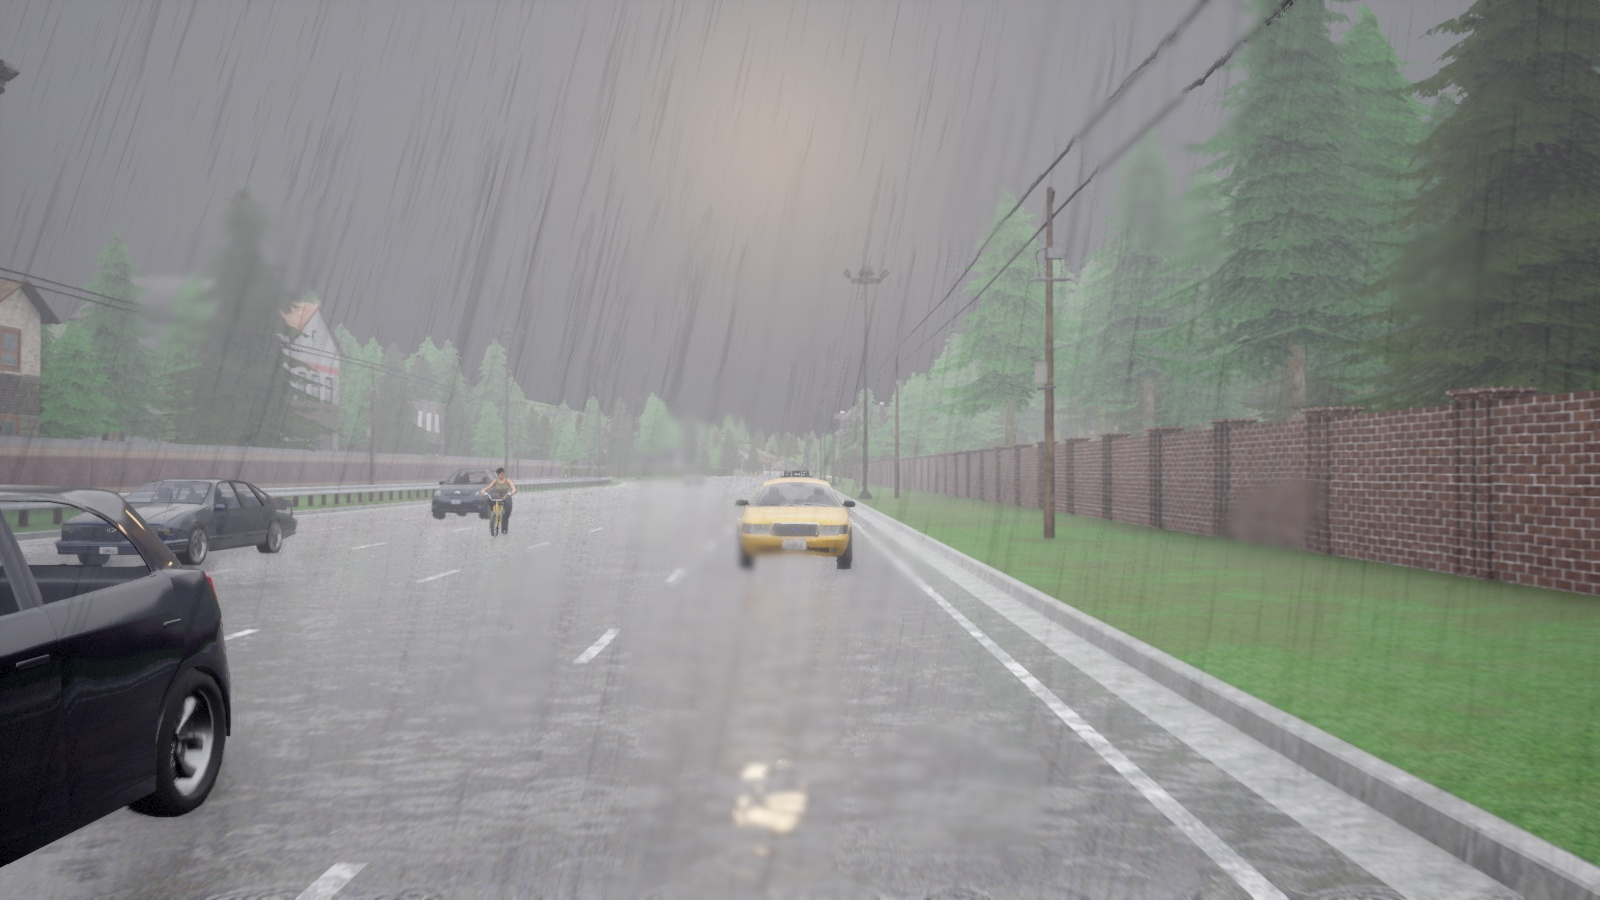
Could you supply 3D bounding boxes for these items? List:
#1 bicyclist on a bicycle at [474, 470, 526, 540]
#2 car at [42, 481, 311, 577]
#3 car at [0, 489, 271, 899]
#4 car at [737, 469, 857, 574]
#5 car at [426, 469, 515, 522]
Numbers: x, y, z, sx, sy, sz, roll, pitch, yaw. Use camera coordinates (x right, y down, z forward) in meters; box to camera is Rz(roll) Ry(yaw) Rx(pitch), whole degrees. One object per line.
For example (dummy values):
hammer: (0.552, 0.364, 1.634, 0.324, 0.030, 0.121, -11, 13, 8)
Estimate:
bicyclist on a bicycle: (-7.068, 1.275, 29.617, 0.866, 1.612, 1.509, 0, -1, 0)
car: (-10.552, 1.270, 21.833, 2.033, 1.411, 5.357, 0, -1, 0)
car: (-3.510, 0.915, 4.324, 1.845, 1.501, 3.633, 0, -1, 0)
car: (-0.052, 1.115, 21.544, 1.801, 1.575, 5.366, 0, -1, 0)
car: (-10.598, 1.436, 40.668, 1.851, 1.617, 3.988, 0, -1, 0)
